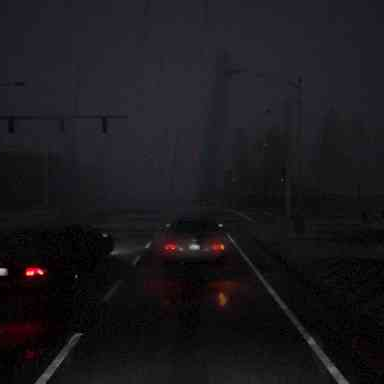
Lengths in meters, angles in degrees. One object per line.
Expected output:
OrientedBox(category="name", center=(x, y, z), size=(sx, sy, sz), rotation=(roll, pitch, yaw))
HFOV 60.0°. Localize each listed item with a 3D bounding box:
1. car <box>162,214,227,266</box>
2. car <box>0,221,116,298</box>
OrientedBox(category="car", center=(0.076, 1.442, 11.025), size=(2.033, 1.411, 5.357), rotation=(0, 1, 0))
OrientedBox(category="car", center=(-3.437, 1.466, 8.512), size=(2.033, 1.411, 5.357), rotation=(0, 1, 0))
